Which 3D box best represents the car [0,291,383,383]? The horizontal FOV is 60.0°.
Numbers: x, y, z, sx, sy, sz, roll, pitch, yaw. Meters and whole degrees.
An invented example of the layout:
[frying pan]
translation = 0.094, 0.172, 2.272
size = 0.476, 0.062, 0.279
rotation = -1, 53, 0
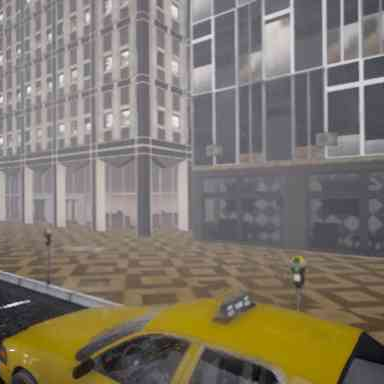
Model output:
[car]
translation = 0.121, 1.526, 2.797
size = 4.829, 1.417, 1.752
rotation = 0, -1, 36
